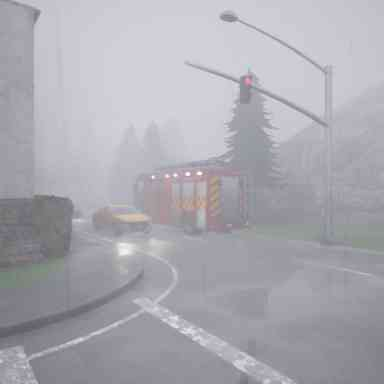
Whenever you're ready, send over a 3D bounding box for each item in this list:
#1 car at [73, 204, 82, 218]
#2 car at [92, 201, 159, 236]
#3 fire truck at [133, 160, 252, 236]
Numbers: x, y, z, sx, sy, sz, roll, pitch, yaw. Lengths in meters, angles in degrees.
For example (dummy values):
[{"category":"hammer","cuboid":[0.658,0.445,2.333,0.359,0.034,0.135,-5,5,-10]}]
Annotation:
[{"category":"car","cuboid":[-11.264,1.548,29.199,2.033,1.411,5.357,0,0,-35]},{"category":"car","cuboid":[-4.039,1.478,18.650,1.882,1.535,5.008,0,0,-34]},{"category":"fire truck","cuboid":[-0.419,0.343,19.746,2.891,3.827,8.468,0,0,-34]}]
